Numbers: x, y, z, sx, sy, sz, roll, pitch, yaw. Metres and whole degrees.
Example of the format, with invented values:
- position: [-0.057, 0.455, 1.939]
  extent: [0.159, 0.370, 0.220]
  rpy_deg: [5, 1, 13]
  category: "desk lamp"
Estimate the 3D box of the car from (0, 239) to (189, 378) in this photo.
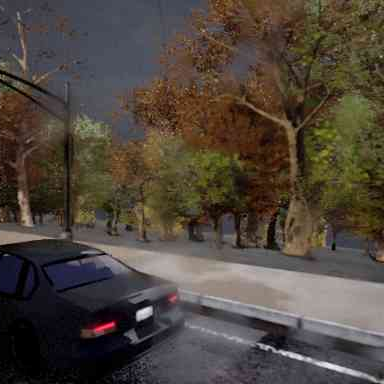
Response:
- position: [-2.628, 1.542, 5.560]
  extent: [5.357, 1.411, 2.033]
  rpy_deg: [0, 0, 36]
  category: "car"
